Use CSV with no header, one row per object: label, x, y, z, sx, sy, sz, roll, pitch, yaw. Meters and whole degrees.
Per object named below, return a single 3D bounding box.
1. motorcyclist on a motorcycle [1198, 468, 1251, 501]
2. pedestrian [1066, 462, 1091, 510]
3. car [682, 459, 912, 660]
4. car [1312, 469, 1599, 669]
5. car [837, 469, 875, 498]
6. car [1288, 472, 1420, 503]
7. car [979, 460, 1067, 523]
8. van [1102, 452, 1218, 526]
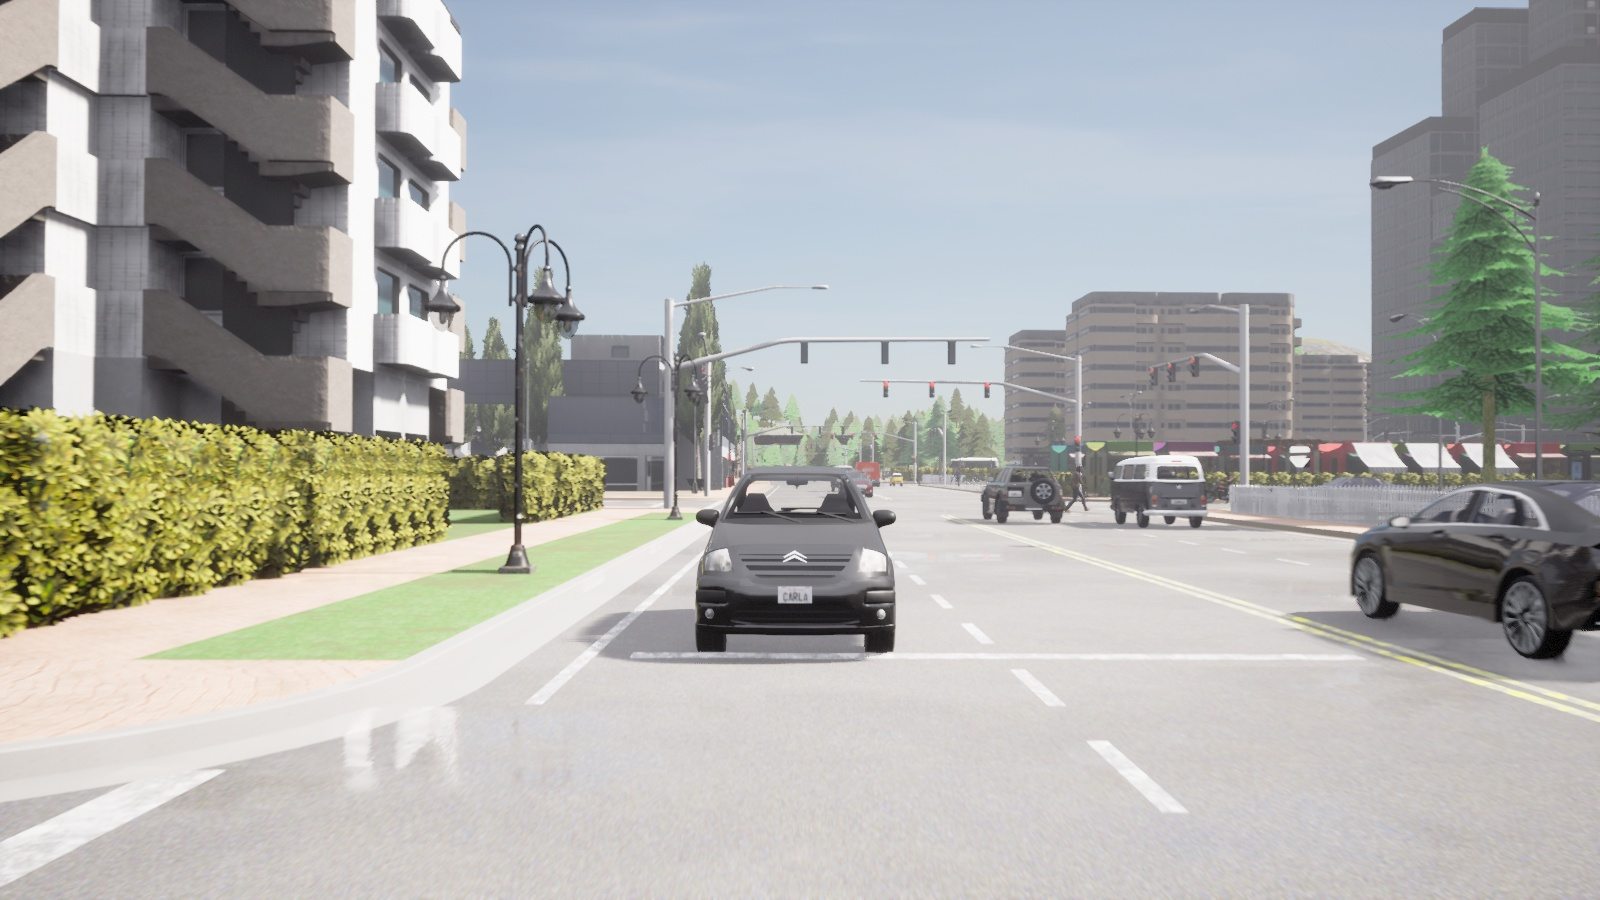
motorcyclist on a motorcycle,21.282,1.734,62.982,2.350,1.649,0.766,0,-1,-2
pedestrian,10.522,1.364,47.416,0.869,1.805,0.328,0,-1,2
car,-0.030,0.916,12.145,1.851,1.617,3.988,0,-1,0
car,6.970,0.944,12.003,2.128,1.511,4.902,0,-1,0
car,3.318,1.984,74.847,2.033,1.649,4.856,0,-1,0
car,26.252,1.755,59.617,5.357,1.411,2.033,0,-1,-1
car,6.903,1.261,39.268,1.932,1.855,4.605,0,-1,0
van,10.410,1.110,36.681,2.069,2.038,4.480,0,-1,0
